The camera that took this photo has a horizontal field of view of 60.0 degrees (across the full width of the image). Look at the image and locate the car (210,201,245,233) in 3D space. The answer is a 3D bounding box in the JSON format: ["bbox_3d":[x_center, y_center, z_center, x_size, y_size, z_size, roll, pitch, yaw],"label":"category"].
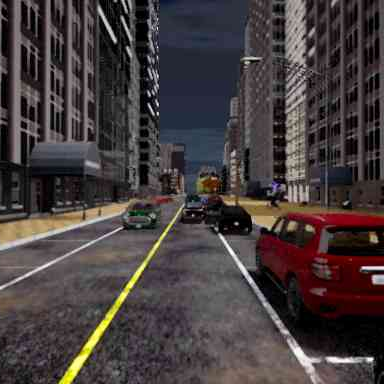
[{"bbox_3d":[2.359,1.528,20.135,1.882,1.535,5.008,0,0,0],"label":"car"}]

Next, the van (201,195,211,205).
[{"bbox_3d":[2.687,1.494,62.507,1.690,1.788,3.998,0,0,0],"label":"van"}]

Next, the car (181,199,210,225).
[{"bbox_3d":[0.095,1.559,27.255,2.128,1.511,4.902,0,0,0],"label":"car"}]

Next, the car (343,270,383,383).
[{"bbox_3d":[2.694,1.571,1.575,1.947,1.339,4.313,0,0,0],"label":"car"}]

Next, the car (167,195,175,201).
[{"bbox_3d":[-5.697,1.657,90.201,1.967,1.590,4.097,0,0,0],"label":"car"}]

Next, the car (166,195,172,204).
[{"bbox_3d":[-5.695,1.710,68.045,1.887,1.381,4.507,0,0,0],"label":"car"}]

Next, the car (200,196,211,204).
[{"bbox_3d":[2.686,1.606,68.046,1.967,1.590,4.097,0,0,0],"label":"car"}]

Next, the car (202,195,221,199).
[{"bbox_3d":[2.690,1.415,40.350,2.192,1.841,5.009,0,0,0],"label":"car"}]

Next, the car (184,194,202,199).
[{"bbox_3d":[0.095,1.334,46.320,2.150,2.045,5.566,0,0,0],"label":"car"}]

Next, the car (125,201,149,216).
[{"bbox_3d":[-5.691,1.668,34.809,1.802,1.307,4.206,0,0,0],"label":"car"}]

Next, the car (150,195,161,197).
[{"bbox_3d":[-5.692,1.440,51.427,2.192,1.841,5.009,0,0,0],"label":"car"}]

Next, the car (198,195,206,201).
[{"bbox_3d":[2.683,1.658,90.203,1.967,1.590,4.097,0,0,0],"label":"car"}]

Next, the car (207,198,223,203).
[{"bbox_3d":[2.690,1.653,34.810,1.947,1.339,4.313,0,0,0],"label":"car"}]

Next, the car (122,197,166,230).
[{"bbox_3d":[-3.101,1.405,21.573,2.097,1.767,4.553,0,0,0],"label":"car"}]

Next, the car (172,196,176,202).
[{"bbox_3d":[-5.697,1.749,84.662,1.887,1.381,4.507,0,0,0],"label":"car"}]

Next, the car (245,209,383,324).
[{"bbox_3d":[2.694,1.333,7.115,2.192,1.841,5.009,0,0,0],"label":"car"}]
